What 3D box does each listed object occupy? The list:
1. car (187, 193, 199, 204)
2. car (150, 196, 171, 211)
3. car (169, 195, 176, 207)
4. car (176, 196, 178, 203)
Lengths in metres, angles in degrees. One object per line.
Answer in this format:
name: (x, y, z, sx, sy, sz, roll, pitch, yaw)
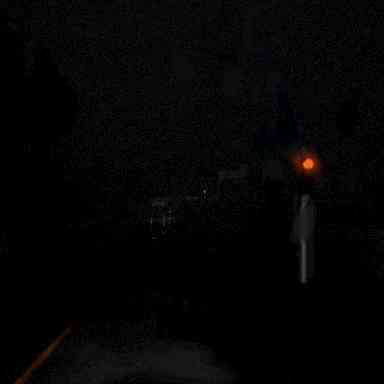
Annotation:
car: (0.142, 1.236, 63.182, 2.150, 2.045, 5.566, 0, 0, 0)
car: (-3.996, 1.535, 41.359, 1.812, 1.442, 4.674, 0, 0, 0)
car: (-3.967, 1.538, 51.779, 1.812, 1.442, 4.674, 0, 1, 0)
car: (-3.873, 1.367, 66.651, 2.097, 1.767, 4.553, 0, 0, 1)
